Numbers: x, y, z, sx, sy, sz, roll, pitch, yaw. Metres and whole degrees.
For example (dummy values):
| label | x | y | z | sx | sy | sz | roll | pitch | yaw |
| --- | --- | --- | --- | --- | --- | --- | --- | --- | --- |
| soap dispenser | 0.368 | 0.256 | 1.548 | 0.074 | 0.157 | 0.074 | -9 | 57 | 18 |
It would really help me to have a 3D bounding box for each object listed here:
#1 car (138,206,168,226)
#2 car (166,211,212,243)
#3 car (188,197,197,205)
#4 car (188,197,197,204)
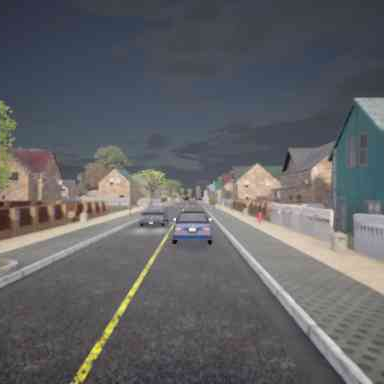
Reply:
| label | x | y | z | sx | sy | sz | roll | pitch | yaw |
| --- | --- | --- | --- | --- | --- | --- | --- | --- | --- |
| car | -2.725 | 1.725 | 24.976 | 2.033 | 1.411 | 5.357 | 0 | 0 | 0 |
| car | 0.021 | 1.661 | 16.632 | 2.033 | 1.411 | 5.357 | 0 | 0 | 0 |
| car | 0.098 | 2.264 | 77.273 | 2.128 | 1.511 | 4.902 | 0 | -1 | 0 |
| car | 0.111 | 2.187 | 87.672 | 2.097 | 1.767 | 4.553 | 0 | -1 | 0 |
